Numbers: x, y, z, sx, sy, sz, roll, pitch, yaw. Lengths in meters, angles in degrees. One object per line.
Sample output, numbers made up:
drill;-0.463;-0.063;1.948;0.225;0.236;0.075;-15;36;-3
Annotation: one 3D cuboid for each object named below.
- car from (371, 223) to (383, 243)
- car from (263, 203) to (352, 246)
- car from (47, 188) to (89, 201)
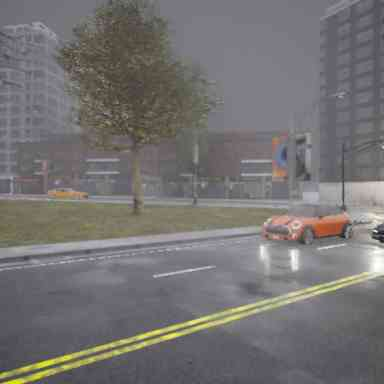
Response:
car;10.210;1.554;14.892;5.357;1.411;2.033;0;0;-35
car;5.410;1.351;15.489;4.553;1.767;2.097;0;0;-35
car;-14.575;0.271;39.179;5.008;1.535;1.882;2;0;11
